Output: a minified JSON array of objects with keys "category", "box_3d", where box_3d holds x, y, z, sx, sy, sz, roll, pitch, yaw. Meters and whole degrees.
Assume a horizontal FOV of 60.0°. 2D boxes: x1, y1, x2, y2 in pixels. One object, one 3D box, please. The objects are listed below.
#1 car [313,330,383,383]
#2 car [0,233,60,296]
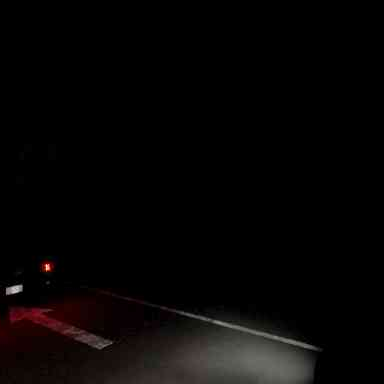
[{"category":"car","box_3d":[3.061,1.526,1.733,4.674,1.442,1.812,0,0,36]},{"category":"car","box_3d":[-5.231,1.601,7.732,4.718,1.301,1.895,0,0,36]}]
